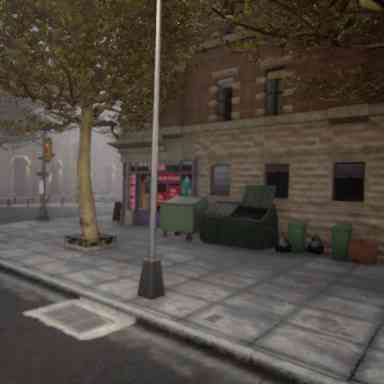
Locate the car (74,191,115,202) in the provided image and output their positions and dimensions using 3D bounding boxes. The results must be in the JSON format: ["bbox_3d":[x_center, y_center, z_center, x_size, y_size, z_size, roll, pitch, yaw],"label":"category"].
[{"bbox_3d":[-11.919,0.608,41.939,1.812,1.442,4.674,2,1,38],"label":"car"}]
